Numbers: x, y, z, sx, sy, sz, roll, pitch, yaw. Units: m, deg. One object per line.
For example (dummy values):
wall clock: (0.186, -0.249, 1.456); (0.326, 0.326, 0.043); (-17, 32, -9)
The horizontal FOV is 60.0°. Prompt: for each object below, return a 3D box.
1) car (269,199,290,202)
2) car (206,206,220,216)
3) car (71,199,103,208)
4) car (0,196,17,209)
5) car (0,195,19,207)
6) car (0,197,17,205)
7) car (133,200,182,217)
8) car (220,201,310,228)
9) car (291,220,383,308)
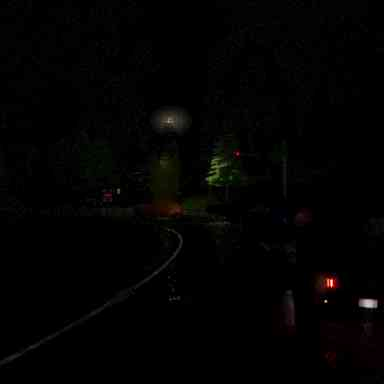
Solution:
car: (8.070, 1.479, 32.483); (5.008, 1.535, 1.882); (0, 0, 32)
car: (3.661, 1.602, 31.139); (4.718, 1.301, 1.895); (0, 0, 32)
car: (-14.968, 1.602, 47.129); (4.718, 1.301, 1.895); (0, 0, 32)
car: (-26.302, 1.566, 46.040); (4.181, 1.385, 1.994); (0, 0, 32)
car: (-29.568, 1.355, 52.263); (4.553, 1.767, 2.097); (0, 0, 32)
car: (-32.996, 1.567, 58.590); (4.181, 1.385, 1.994); (0, 0, 32)
car: (-3.328, 1.479, 31.434); (5.008, 1.535, 1.882); (0, 0, 32)
car: (4.907, 1.548, 22.051); (5.357, 1.411, 2.033); (0, 0, 32)
car: (3.516, 1.601, 7.801); (1.895, 1.301, 4.718); (0, 0, 14)
